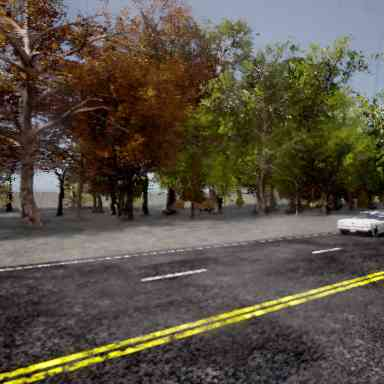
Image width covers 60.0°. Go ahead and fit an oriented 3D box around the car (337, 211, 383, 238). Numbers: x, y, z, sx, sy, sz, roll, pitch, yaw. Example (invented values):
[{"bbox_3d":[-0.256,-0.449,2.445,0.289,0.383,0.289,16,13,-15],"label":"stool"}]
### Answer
[{"bbox_3d":[10.391,1.781,19.059,4.718,1.301,1.895,1,0,-35],"label":"car"}]
